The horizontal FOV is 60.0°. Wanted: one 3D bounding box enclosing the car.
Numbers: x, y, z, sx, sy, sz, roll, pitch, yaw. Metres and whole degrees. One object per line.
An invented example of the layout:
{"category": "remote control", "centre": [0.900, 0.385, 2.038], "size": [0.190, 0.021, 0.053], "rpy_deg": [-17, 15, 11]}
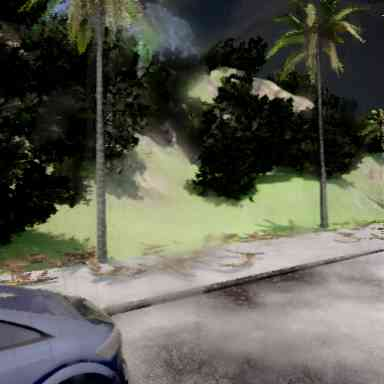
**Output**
{"category": "car", "centre": [-2.661, 1.571, 2.706], "size": [4.181, 1.385, 1.994], "rpy_deg": [-1, 0, -35]}
